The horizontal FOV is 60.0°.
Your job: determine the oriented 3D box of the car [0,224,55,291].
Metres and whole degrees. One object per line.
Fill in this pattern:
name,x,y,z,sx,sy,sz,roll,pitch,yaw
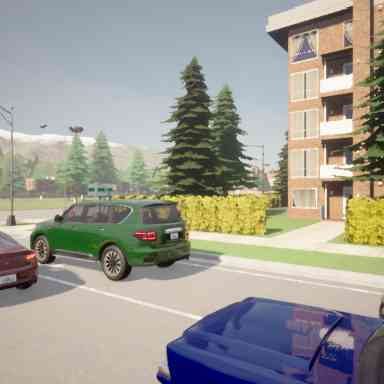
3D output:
car,-5.432,1.526,7.810,4.674,1.442,1.812,0,0,36

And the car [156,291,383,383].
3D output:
car,2.008,1.601,2.564,4.718,1.301,1.895,0,0,35

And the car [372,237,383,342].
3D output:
car,5.044,1.564,4.698,4.181,1.385,1.994,0,0,35

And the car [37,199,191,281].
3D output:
car,-2.628,1.221,10.103,5.566,2.045,2.150,0,0,36
